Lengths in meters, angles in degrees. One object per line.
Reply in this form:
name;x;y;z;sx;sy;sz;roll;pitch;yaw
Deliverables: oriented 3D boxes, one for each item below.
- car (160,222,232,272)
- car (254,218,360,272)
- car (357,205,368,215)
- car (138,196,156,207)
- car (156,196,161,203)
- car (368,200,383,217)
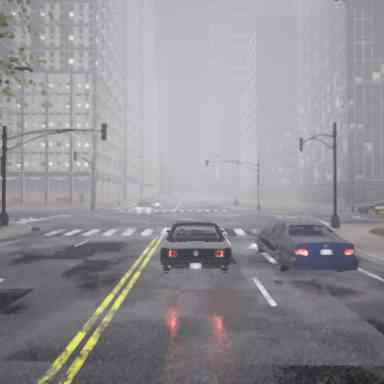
car;0.102;1.606;10.745;1.895;1.301;4.718;0;0;0
car;3.352;1.552;10.812;2.033;1.411;5.357;0;0;0
car;19.231;1.588;33.435;5.008;1.535;1.882;0;-1;2
car;-7.180;1.599;51.361;1.895;1.301;4.718;0;0;-1
car;-7.381;1.496;67.614;2.128;1.511;4.902;0;0;-1
car;19.190;1.540;30.184;5.008;1.535;1.882;0;-1;2
